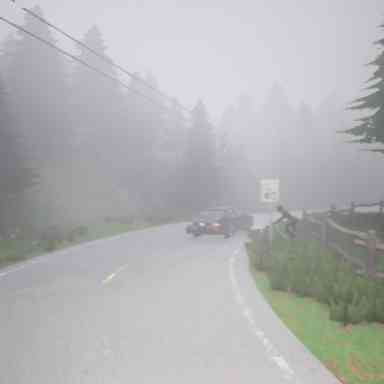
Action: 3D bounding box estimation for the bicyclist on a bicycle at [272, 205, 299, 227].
[{"bbox_3d":[3.519,1.323,12.681,1.656,1.620,0.582,-1,0,16],"label":"bicyclist on a bicycle"}]

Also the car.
[{"bbox_3d":[1.572,1.440,16.925,2.033,1.411,5.357,-1,0,27],"label":"car"}]
